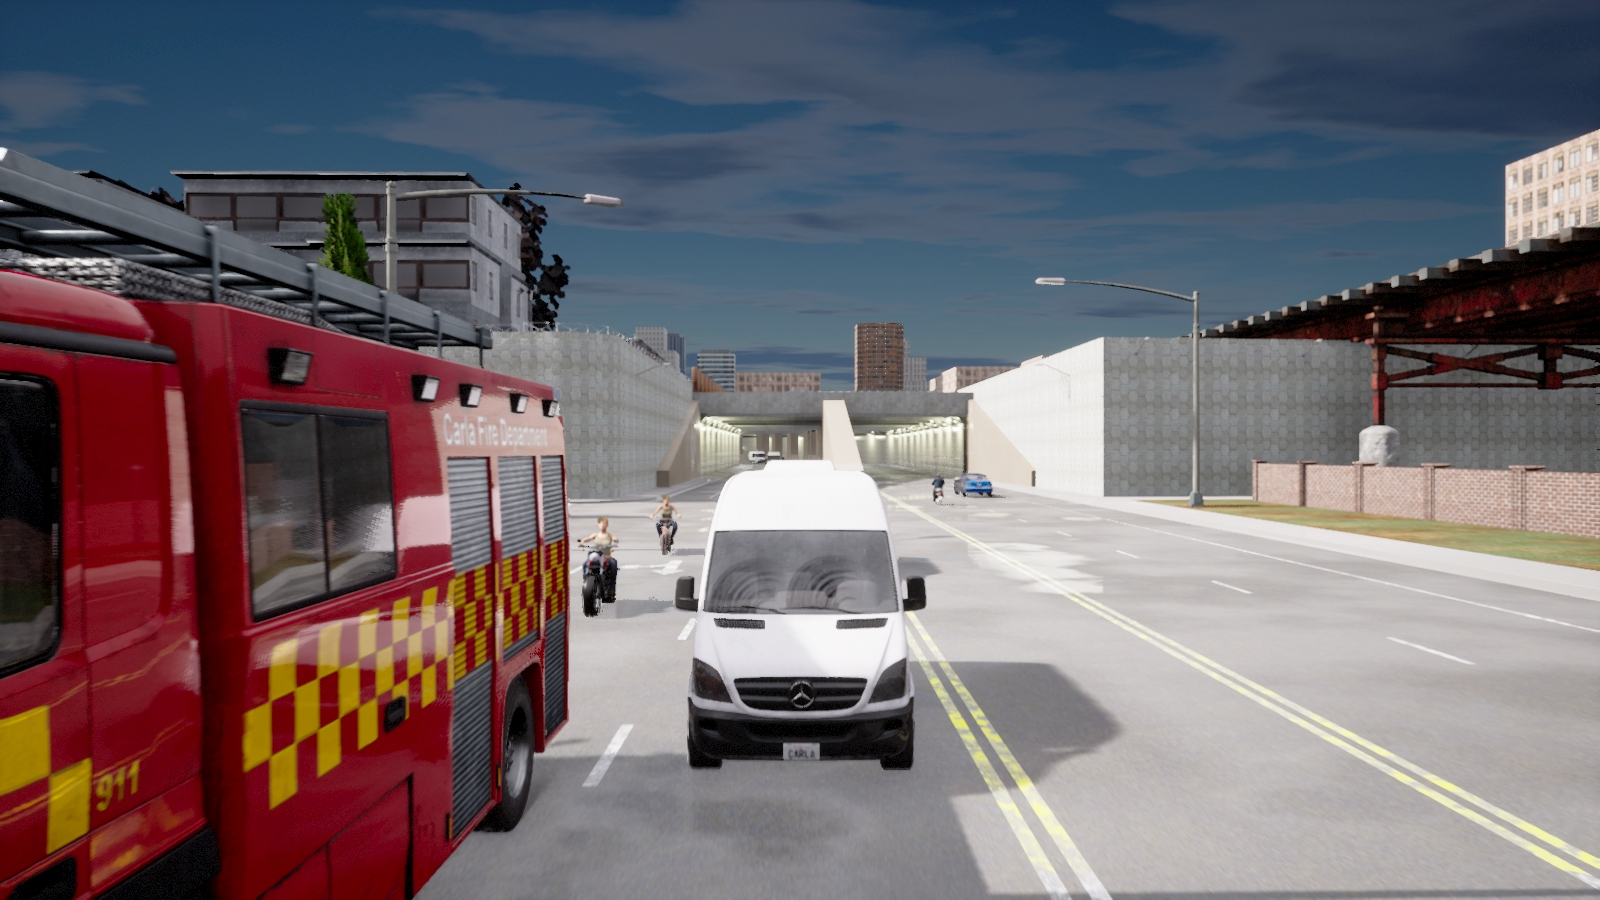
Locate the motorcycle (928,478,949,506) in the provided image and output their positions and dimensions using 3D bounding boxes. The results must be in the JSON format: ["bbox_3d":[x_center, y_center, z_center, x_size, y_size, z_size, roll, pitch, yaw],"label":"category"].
[{"bbox_3d":[7.023,2.119,57.876,0.856,1.341,1.805,0,0,0],"label":"motorcycle"}]

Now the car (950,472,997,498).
[{"bbox_3d":[10.513,2.093,69.574,2.033,1.411,5.357,0,0,0],"label":"car"}]

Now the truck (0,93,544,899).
[{"bbox_3d":[-3.722,0.891,5.786,2.891,3.827,8.468,0,0,0],"label":"truck"}]

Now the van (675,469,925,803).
[{"bbox_3d":[0.002,1.532,12.051,1.988,2.561,5.915,0,0,0],"label":"van"}]

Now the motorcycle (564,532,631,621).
[{"bbox_3d":[-3.505,2.168,19.974,0.764,1.277,2.356,0,0,0],"label":"motorcycle"}]
